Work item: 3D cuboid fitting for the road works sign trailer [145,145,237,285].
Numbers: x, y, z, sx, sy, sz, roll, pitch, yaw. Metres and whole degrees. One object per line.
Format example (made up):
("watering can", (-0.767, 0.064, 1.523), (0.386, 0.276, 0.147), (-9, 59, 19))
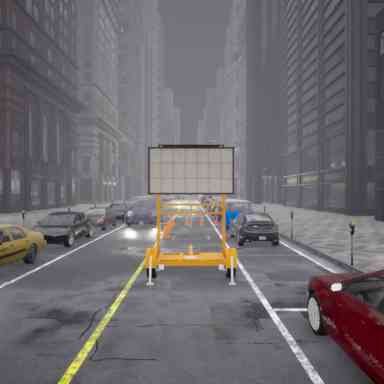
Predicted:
("road works sign trailer", (-0.021, 0.465, 9.456), (2.380, 3.560, 2.880), (0, 0, 0))

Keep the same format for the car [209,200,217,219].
("car", (2.700, 1.560, 26.349), (2.008, 1.369, 4.403), (0, 0, 0))

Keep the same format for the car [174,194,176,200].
("car", (-5.969, 1.658, 88.315), (1.947, 1.339, 4.313), (0, 0, 0))

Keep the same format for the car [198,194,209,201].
("car", (2.621, 1.360, 60.167), (2.192, 1.841, 5.009), (0, 0, 0))

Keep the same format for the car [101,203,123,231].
("car", (-5.811, 1.587, 20.677), (1.802, 1.307, 4.206), (0, 0, 0))

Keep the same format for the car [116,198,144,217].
("car", (-5.838, 1.453, 31.950), (1.967, 1.590, 4.097), (0, 0, 0))

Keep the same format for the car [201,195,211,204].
("car", (2.648, 1.575, 48.894), (1.887, 1.381, 4.507), (0, 0, 0))

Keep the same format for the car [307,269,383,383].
("car", (2.753, 1.545, 3.804), (1.887, 1.381, 4.507), (0, 0, 0))

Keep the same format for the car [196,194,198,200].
("car", (2.568, 1.607, 82.882), (1.752, 1.417, 4.829), (0, 0, 0))

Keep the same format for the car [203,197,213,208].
("car", (2.674, 1.569, 37.622), (2.008, 1.369, 4.403), (0, 0, 0))

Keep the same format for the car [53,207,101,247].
("car", (-5.798, 1.569, 15.040), (1.947, 1.339, 4.313), (0, 0, 0))

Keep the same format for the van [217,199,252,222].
("van", (2.713, 1.347, 20.713), (1.690, 1.788, 3.998), (0, 0, 0))

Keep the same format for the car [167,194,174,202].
("car", (-5.943, 1.616, 77.042), (1.887, 1.381, 4.507), (0, 0, 0))

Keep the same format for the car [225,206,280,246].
("car", (2.727, 1.554, 15.077), (2.008, 1.369, 4.403), (0, 0, 0))

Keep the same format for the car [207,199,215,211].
("car", (2.687, 1.595, 31.986), (1.802, 1.307, 4.206), (0, 0, 0))

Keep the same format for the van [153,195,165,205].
("van", (-5.904, 1.386, 60.132), (1.690, 1.788, 3.998), (0, 0, 0))

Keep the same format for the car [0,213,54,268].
("car", (-5.785, 1.526, 9.233), (1.752, 1.417, 4.829), (0, 0, 0))

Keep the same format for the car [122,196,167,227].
("car", (-3.153, 1.359, 22.915), (2.097, 1.767, 4.553), (0, 0, 0))
